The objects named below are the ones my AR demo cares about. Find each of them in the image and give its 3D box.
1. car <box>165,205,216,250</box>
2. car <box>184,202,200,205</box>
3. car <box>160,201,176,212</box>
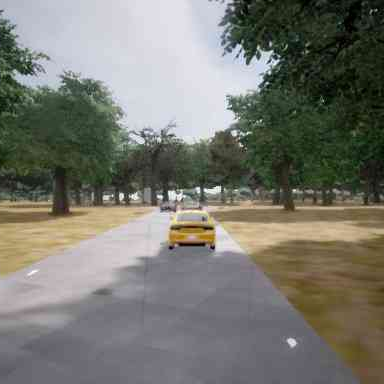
[{"bbox_3d":[0.000,1.531,14.663,1.882,1.535,5.008,0,0,0],"label":"car"},{"bbox_3d":[0.000,1.658,29.675,2.128,1.511,4.902,0,-1,0],"label":"car"},{"bbox_3d":[-3.000,1.916,43.678,1.994,1.385,4.181,0,-1,0],"label":"car"}]
